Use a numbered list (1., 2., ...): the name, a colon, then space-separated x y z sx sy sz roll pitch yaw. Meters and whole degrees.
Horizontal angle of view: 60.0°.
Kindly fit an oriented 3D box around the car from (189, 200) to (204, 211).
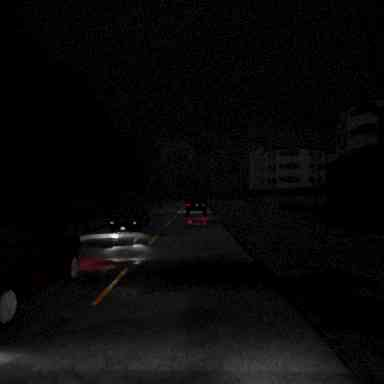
1. car: 0.584 1.832 46.891 2.033 1.411 5.357 0 0 0

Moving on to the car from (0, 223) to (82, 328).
1. car: -4.030 1.522 7.280 1.882 1.535 5.008 0 -1 1

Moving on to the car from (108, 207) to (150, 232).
1. car: -3.873 1.677 21.422 2.033 1.411 5.357 0 0 1

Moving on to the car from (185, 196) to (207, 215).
1. car: 0.471 1.442 36.318 2.150 2.045 5.566 0 0 0
